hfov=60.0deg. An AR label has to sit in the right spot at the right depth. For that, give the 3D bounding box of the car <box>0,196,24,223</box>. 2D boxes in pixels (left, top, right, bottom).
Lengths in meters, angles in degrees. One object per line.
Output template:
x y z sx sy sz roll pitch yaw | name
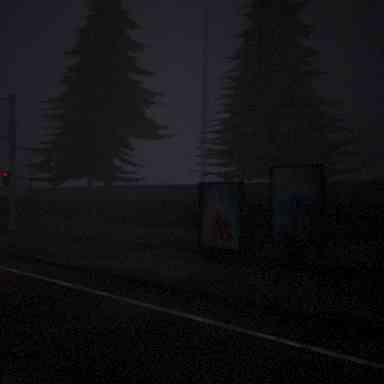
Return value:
-13.730 1.287 25.393 2.150 2.045 5.566 -1 -1 37 | car
